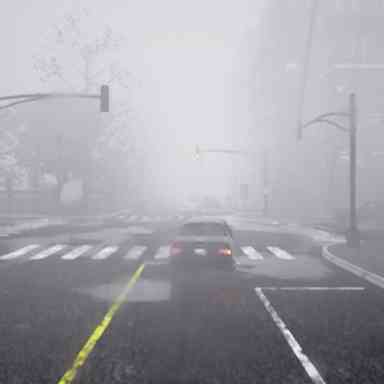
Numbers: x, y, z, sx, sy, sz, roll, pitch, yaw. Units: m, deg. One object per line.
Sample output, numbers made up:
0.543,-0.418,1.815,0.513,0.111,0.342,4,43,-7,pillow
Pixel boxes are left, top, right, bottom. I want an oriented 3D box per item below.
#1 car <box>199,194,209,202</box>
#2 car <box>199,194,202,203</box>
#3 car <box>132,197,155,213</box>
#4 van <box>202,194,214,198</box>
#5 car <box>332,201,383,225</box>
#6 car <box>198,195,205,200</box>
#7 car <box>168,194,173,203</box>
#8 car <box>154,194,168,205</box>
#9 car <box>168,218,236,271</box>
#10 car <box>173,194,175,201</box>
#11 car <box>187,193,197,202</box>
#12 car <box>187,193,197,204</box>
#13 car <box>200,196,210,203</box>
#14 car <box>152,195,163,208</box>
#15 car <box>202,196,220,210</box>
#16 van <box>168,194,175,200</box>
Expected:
2.709,1.361,77.137,2.192,1.841,5.009,0,0,0,car
2.705,1.462,60.246,1.967,1.590,4.097,0,0,0,car
-5.680,1.569,37.727,1.947,1.339,4.313,0,0,0,car
2.703,1.352,48.986,1.690,1.788,3.998,0,0,0,van
13.471,1.596,25.401,5.009,1.841,2.192,1,-1,-1,car
2.711,1.517,94.026,1.967,1.590,4.097,0,0,0,car
-5.673,1.477,71.509,1.967,1.590,4.097,0,0,0,car
-5.676,1.331,54.618,2.192,1.841,5.009,0,0,0,car
0.458,1.545,10.864,2.033,1.411,5.357,0,0,6,car
-5.672,1.486,77.138,1.967,1.590,4.097,0,0,0,car
0.017,1.148,76.891,2.150,2.045,5.566,0,0,0,car
0.013,1.508,66.442,1.882,1.535,5.008,0,0,0,car
2.707,1.582,71.506,1.887,1.381,4.507,0,0,0,car
-5.677,1.536,48.818,1.752,1.417,4.829,0,0,0,car
2.702,1.551,43.355,1.887,1.381,4.507,0,0,0,car
-5.669,1.418,94.028,1.690,1.788,3.998,0,0,0,van
